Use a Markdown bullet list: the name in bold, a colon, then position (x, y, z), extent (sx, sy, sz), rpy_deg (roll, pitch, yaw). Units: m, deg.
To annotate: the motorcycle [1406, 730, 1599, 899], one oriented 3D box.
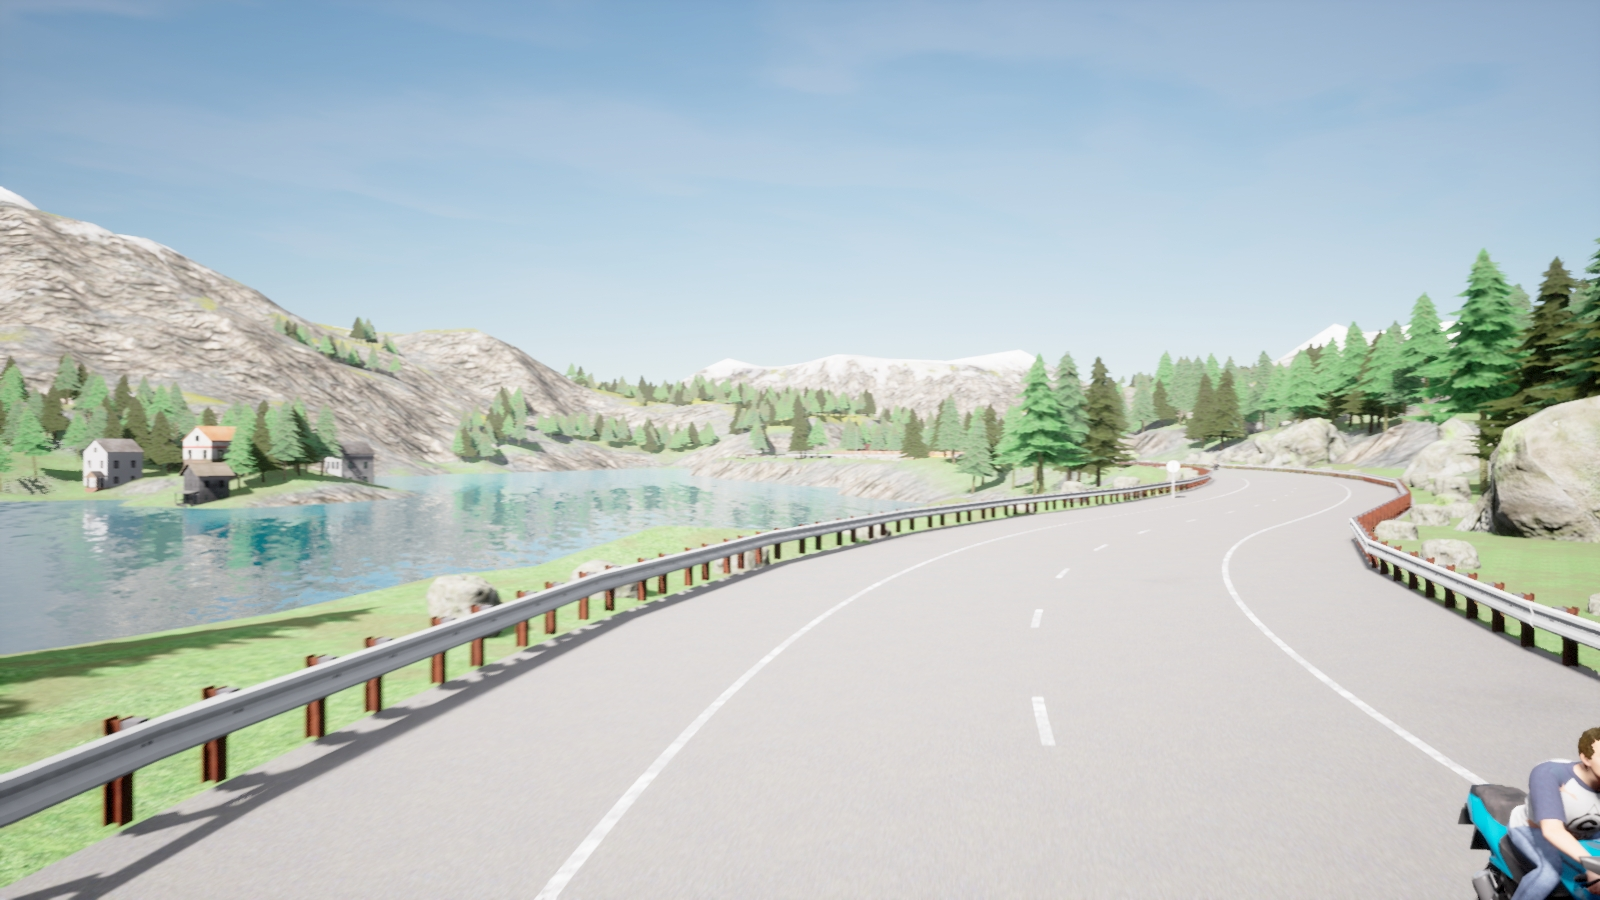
- **motorcycle**: position (3.709, 2.180, 5.351), extent (0.803, 1.217, 2.033), rpy_deg (0, 0, 5)
